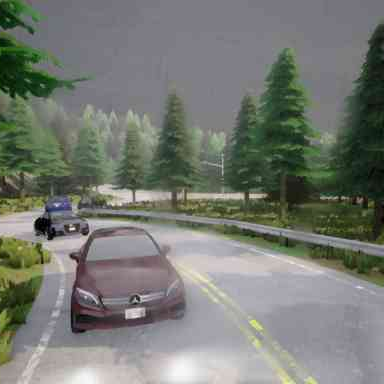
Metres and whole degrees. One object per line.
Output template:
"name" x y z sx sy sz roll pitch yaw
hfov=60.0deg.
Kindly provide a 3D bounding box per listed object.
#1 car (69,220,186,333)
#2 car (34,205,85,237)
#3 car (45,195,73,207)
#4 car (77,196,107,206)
"car" -1.525 1.523 7.094 1.812 1.442 4.674 -2 0 -17
"car" -7.083 1.663 17.853 1.994 1.385 4.181 -4 2 -38
"car" -12.880 1.326 32.231 2.150 2.045 5.566 -1 0 -18
"car" -12.742 1.289 42.823 2.097 1.767 4.553 2 2 13
